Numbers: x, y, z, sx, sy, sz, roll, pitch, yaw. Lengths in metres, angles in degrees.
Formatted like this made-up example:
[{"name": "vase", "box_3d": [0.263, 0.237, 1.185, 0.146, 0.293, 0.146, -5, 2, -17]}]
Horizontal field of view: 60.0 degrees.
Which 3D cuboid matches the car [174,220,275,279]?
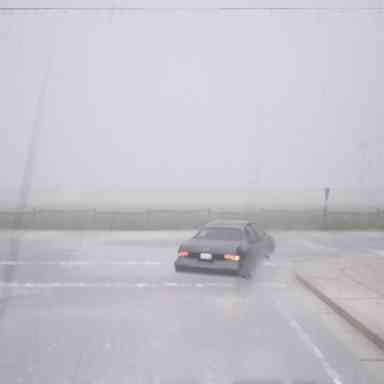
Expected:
[{"name": "car", "box_3d": [1.262, 1.581, 10.252, 2.033, 1.411, 5.357, 0, 0, 22]}]
